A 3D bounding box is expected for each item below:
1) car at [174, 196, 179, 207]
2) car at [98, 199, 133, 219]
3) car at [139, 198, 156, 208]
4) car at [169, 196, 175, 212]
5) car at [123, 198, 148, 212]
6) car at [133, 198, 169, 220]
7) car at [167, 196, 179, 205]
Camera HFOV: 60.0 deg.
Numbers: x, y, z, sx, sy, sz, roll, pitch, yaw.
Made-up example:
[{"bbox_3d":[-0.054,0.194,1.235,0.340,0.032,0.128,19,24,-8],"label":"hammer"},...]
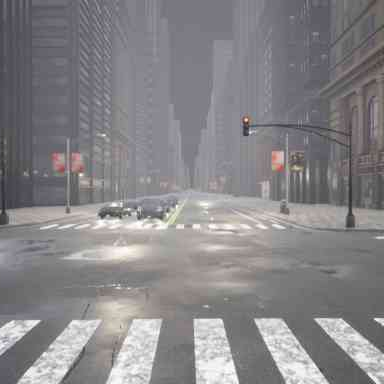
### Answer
[{"bbox_3d":[-3.329,1.529,47.414,1.994,1.385,4.181,0,0,0],"label":"car"},{"bbox_3d":[-6.557,1.531,29.298,2.033,1.411,5.357,0,0,4],"label":"car"},{"bbox_3d":[-6.575,1.564,49.483,1.895,1.301,4.718,0,0,0],"label":"car"},{"bbox_3d":[-3.328,1.523,37.515,2.033,1.411,5.357,0,0,0],"label":"car"},{"bbox_3d":[-6.576,1.522,39.397,2.033,1.411,5.357,0,0,0],"label":"car"},{"bbox_3d":[-3.333,1.337,28.040,2.097,1.767,4.553,0,0,0],"label":"car"},{"bbox_3d":[-3.286,1.454,57.788,1.837,1.490,4.892,0,0,0],"label":"car"}]
